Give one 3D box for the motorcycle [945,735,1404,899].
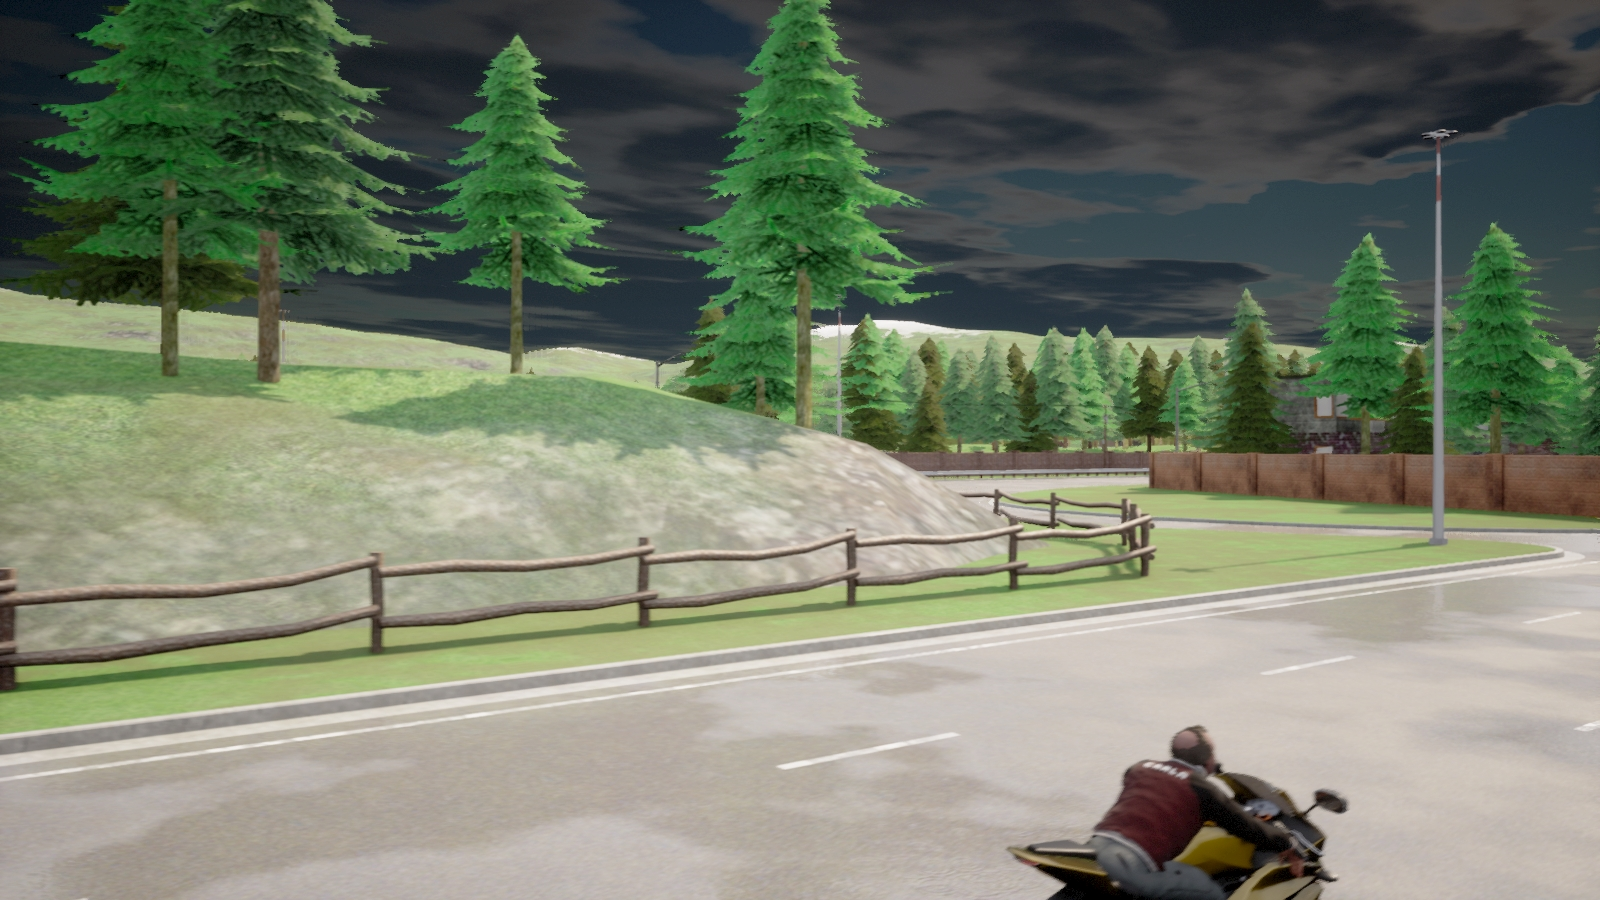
[{"bbox_3d":[1.801,2.205,5.342,2.209,1.251,0.867,0,0,-34],"label":"motorcycle"}]
